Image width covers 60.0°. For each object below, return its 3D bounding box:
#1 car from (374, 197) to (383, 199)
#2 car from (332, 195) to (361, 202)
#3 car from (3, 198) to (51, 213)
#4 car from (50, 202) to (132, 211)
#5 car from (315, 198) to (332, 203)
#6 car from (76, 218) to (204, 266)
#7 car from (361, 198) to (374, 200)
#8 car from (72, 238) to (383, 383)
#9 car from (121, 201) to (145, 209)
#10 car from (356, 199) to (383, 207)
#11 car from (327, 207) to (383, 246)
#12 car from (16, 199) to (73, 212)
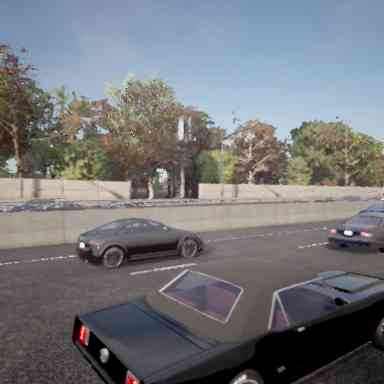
[{"bbox_3d":[27.434,1.197,44.994,5.566,2.045,2.150,0,0,-35],"label":"car"},{"bbox_3d":[24.352,1.331,51.378,4.553,1.767,2.097,0,0,-35],"label":"car"},{"bbox_3d":[-13.653,1.356,28.642,4.553,1.767,2.097,0,0,-35],"label":"car"},{"bbox_3d":[-6.325,1.562,20.970,4.181,1.385,1.994,0,0,-35],"label":"car"},{"bbox_3d":[22.075,1.581,54.043,4.718,1.301,1.895,0,0,-35],"label":"car"},{"bbox_3d":[-1.655,1.561,11.158,4.181,1.385,1.994,0,0,-36],"label":"car"},{"bbox_3d":[27.790,1.457,49.523,5.008,1.535,1.882,0,0,-35],"label":"car"},{"bbox_3d":[1.041,1.598,4.486,4.718,1.301,1.895,0,0,-35],"label":"car"},{"bbox_3d":[-5.913,1.487,25.564,4.902,1.511,2.128,0,0,-35],"label":"car"},{"bbox_3d":[12.881,1.454,21.525,5.008,1.535,1.882,0,0,-36],"label":"car"},{"bbox_3d":[7.725,1.532,13.551,5.357,1.411,2.033,0,0,-35],"label":"car"},{"bbox_3d":[-10.818,1.493,26.366,4.902,1.511,2.128,0,0,-35],"label":"car"}]
